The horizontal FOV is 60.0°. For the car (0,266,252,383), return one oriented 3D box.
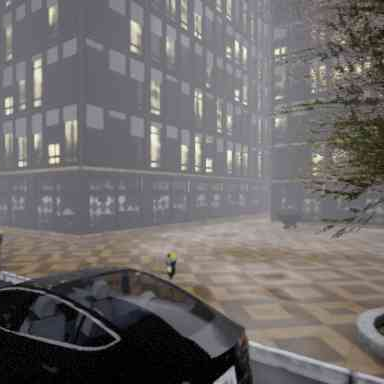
[{"bbox_3d":[-1.430,1.564,3.855,4.313,1.339,1.947,0,0,35],"label":"car"}]
